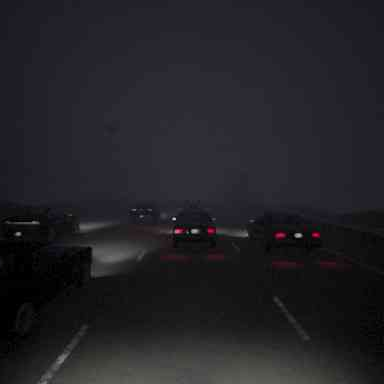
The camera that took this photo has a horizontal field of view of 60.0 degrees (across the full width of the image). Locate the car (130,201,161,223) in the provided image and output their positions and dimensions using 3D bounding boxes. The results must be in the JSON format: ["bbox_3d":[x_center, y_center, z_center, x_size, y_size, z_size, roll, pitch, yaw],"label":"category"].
[{"bbox_3d":[-3.410,1.428,24.901,2.128,1.511,4.902,0,0,0],"label":"car"}]

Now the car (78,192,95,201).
[{"bbox_3d":[-21.026,1.332,66.035,1.837,1.490,4.892,0,0,0],"label":"car"}]

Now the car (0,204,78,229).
[{"bbox_3d":[-6.906,1.451,15.667,2.128,1.511,4.902,0,0,0],"label":"car"}]

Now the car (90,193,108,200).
[{"bbox_3d":[-17.526,1.361,64.002,1.812,1.442,4.674,0,1,0],"label":"car"}]

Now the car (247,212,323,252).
[{"bbox_3d":[3.594,1.512,13.739,2.033,1.411,5.357,0,0,0],"label":"car"}]

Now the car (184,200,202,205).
[{"bbox_3d":[0.087,1.512,34.589,1.895,1.301,4.718,0,0,0],"label":"car"}]

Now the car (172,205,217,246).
[{"bbox_3d":[0.095,1.509,14.917,2.033,1.411,5.357,0,0,0],"label":"car"}]

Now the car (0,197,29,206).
[{"bbox_3d":[-17.608,1.469,30.821,2.033,1.411,5.357,0,0,0],"label":"car"}]

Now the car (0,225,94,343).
[{"bbox_3d":[-3.404,1.584,6.365,1.895,1.301,4.718,0,0,0],"label":"car"}]
